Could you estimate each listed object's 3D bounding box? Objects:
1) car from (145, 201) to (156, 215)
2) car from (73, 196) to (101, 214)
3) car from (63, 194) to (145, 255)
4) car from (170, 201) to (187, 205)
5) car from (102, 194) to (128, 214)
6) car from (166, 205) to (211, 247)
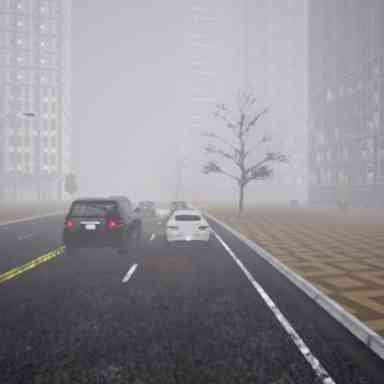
[{"bbox_3d":[-4.626,1.564,33.655,2.033,1.411,5.357,0,0,-5],"label":"car"},{"bbox_3d":[-11.712,1.374,37.279,2.097,1.767,4.553,0,0,-6],"label":"car"},{"bbox_3d":[-3.397,1.228,13.505,2.150,2.045,5.566,0,0,-2],"label":"car"},{"bbox_3d":[-1.333,1.563,33.270,2.033,1.411,5.357,0,0,-5],"label":"car"},{"bbox_3d":[-8.411,1.239,37.024,2.150,2.045,5.566,0,0,-6],"label":"car"},{"bbox_3d":[-0.213,1.531,14.985,1.812,1.442,4.674,0,0,-2],"label":"car"}]
